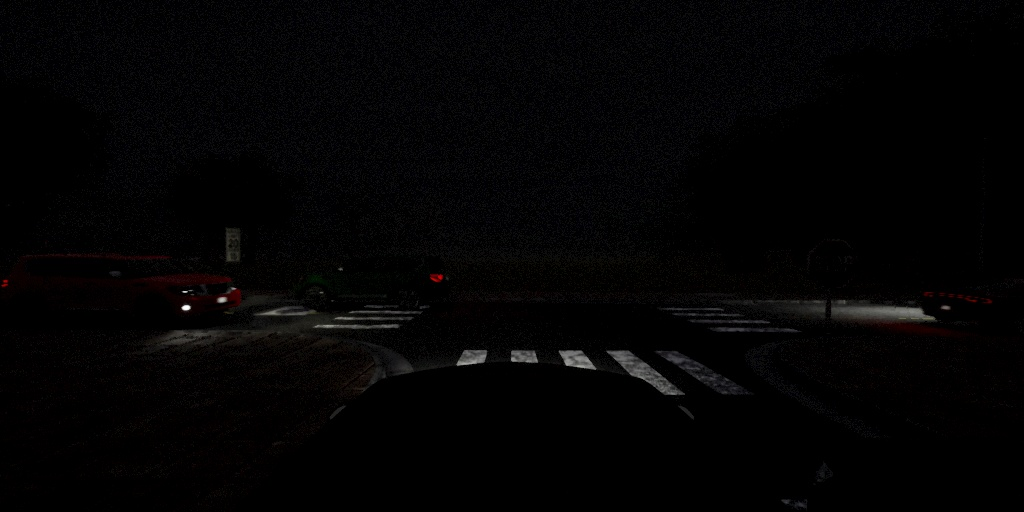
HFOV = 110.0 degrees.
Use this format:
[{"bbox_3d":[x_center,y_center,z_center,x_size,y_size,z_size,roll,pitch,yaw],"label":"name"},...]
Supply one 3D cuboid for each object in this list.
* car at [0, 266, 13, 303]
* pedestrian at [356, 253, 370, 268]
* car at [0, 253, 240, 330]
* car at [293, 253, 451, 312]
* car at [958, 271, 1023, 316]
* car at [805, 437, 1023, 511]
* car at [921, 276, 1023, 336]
[{"bbox_3d":[-22.602,1.156,13.634,4.674,1.442,1.812,0,1,0],"label":"car"},{"bbox_3d":[-6.895,0.757,16.561,0.375,1.860,0.375,0,1,0],"label":"pedestrian"},{"bbox_3d":[-11.425,0.940,10.697,5.566,2.045,2.150,0,1,0],"label":"car"},{"bbox_3d":[-5.151,0.915,13.663,5.566,2.045,2.150,0,1,0],"label":"car"},{"bbox_3d":[20.847,1.418,13.706,4.902,1.511,2.128,1,1,0],"label":"car"},{"bbox_3d":[2.639,1.301,0.391,2.007,1.370,4.403,0,0,0],"label":"car"},{"bbox_3d":[15.473,1.417,10.749,5.008,1.535,1.882,1,1,0],"label":"car"}]
